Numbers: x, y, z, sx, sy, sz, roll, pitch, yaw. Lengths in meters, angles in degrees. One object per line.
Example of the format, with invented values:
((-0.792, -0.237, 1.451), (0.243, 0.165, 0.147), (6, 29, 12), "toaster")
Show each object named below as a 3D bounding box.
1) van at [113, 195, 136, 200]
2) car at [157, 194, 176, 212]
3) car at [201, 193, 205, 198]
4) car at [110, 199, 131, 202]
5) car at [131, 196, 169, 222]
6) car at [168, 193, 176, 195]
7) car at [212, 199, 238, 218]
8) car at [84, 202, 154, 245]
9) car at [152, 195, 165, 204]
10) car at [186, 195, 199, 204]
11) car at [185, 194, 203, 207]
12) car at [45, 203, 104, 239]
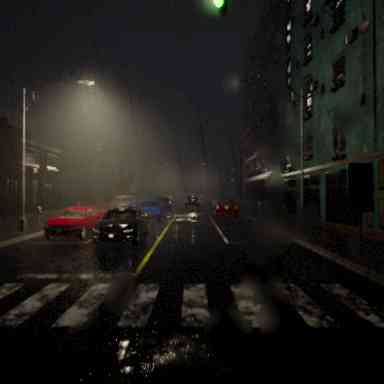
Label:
((-5.656, 1.169, 27.982), (1.690, 1.788, 3.998), (1, 0, 0), "van")
((-3.067, 1.288, 35.264), (1.837, 1.490, 4.892), (0, 0, 0), "car")
((2.757, 0.976, 90.761), (1.752, 1.417, 4.829), (1, 0, 0), "car")
((-5.664, 1.407, 22.296), (1.887, 1.381, 4.507), (1, 0, 0), "car")
((-3.072, 1.322, 25.170), (1.882, 1.535, 5.008), (0, 0, 0), "car")
((-5.625, 0.925, 84.848), (1.967, 1.590, 4.097), (1, 0, 0), "car")
((2.722, 1.267, 28.038), (1.967, 1.590, 4.097), (1, 0, 0), "car")
((-3.081, 1.411, 15.113), (1.837, 1.490, 4.892), (0, 0, 0), "car")
((-5.644, 1.237, 56.416), (1.802, 1.307, 4.206), (1, 0, 0), "car")
((0.032, 1.213, 54.705), (2.033, 1.411, 5.357), (0, 0, 0), "car")
((0.026, 1.276, 44.281), (2.033, 1.411, 5.357), (0, 0, 0), "car")
((-5.743, 1.442, 16.614), (1.887, 1.381, 4.507), (1, 0, 0), "car")
